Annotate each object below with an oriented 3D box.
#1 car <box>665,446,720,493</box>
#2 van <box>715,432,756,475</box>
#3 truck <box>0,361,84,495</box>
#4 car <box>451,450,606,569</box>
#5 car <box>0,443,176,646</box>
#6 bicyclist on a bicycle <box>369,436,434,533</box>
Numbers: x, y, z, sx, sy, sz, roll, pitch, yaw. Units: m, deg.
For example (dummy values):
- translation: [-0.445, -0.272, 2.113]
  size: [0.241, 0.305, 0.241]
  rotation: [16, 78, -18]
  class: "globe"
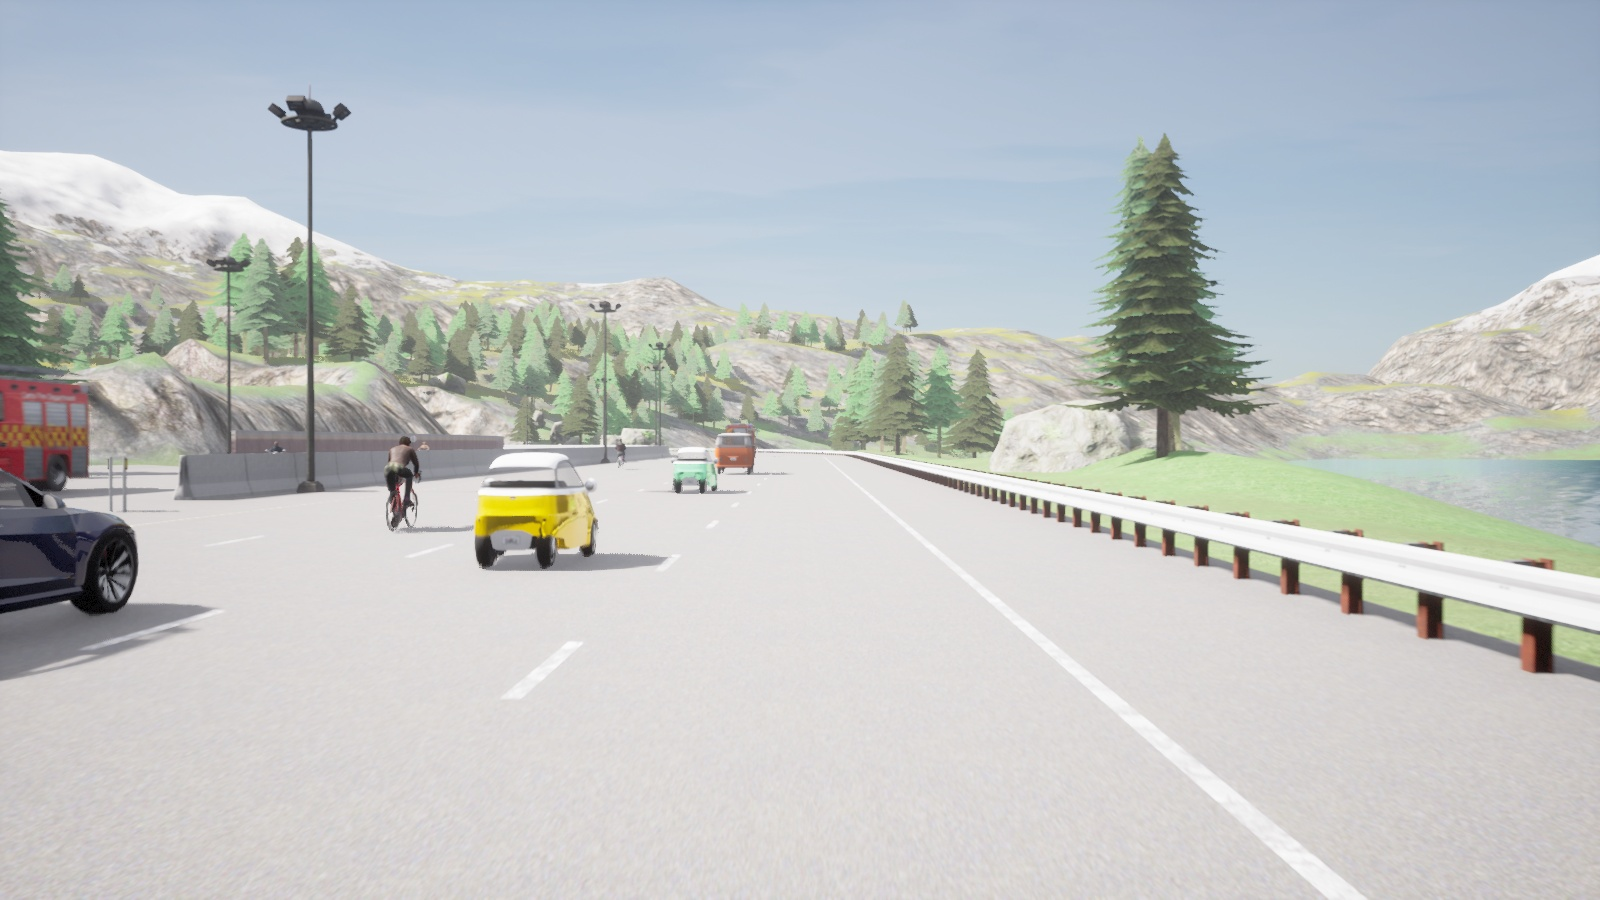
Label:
- translation: [-3.263, 0.582, 38.469]
  size: [1.481, 1.376, 2.207]
  rotation: [0, 1, 0]
  class: "car"
- translation: [-3.131, 0.150, 61.479]
  size: [1.775, 1.987, 4.442]
  rotation: [0, 0, 0]
  class: "van"
- translation: [-24.278, -0.639, 35.785]
  size: [2.891, 3.827, 8.468]
  rotation: [0, 0, 0]
  class: "truck"
- translation: [-3.393, 0.708, 16.012]
  size: [1.481, 1.376, 2.207]
  rotation: [0, 1, 0]
  class: "car"
- translation: [-6.931, 0.688, 9.345]
  size: [2.163, 1.488, 4.792]
  rotation: [0, 0, 0]
  class: "car"
- translation: [-6.861, 0.572, 21.685]
  size: [0.582, 1.620, 1.656]
  rotation: [0, 0, 0]
  class: "bicyclist on a bicycle"
